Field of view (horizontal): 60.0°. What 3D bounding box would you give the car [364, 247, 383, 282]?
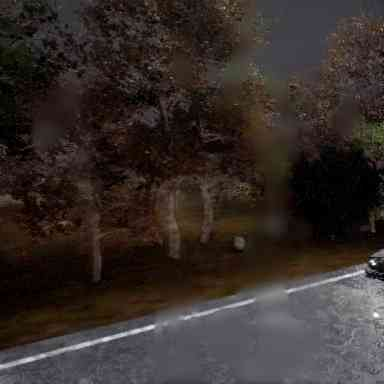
[{"bbox_3d":[6.754,1.584,8.803,5.357,1.411,2.033,0,0,-35],"label":"car"}]
